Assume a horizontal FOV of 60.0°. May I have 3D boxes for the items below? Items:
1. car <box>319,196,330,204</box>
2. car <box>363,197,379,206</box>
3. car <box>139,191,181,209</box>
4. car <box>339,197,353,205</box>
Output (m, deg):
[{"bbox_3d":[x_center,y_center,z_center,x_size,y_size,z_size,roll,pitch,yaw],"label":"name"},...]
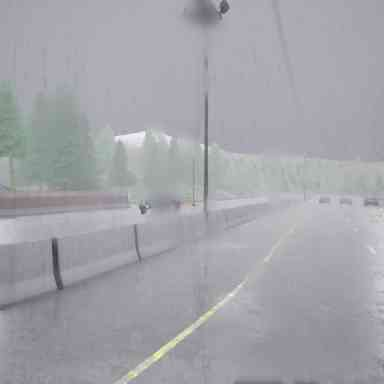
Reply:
[{"bbox_3d":[25.381,1.491,63.669,2.128,1.511,4.902,0,0,22],"label":"car"},{"bbox_3d":[29.140,1.491,54.195,2.128,1.511,4.902,0,0,22],"label":"car"},{"bbox_3d":[-2.814,0.879,30.904,2.150,2.045,5.566,0,0,22],"label":"car"},{"bbox_3d":[27.228,1.526,58.862,1.812,1.442,4.674,0,0,22],"label":"car"}]
